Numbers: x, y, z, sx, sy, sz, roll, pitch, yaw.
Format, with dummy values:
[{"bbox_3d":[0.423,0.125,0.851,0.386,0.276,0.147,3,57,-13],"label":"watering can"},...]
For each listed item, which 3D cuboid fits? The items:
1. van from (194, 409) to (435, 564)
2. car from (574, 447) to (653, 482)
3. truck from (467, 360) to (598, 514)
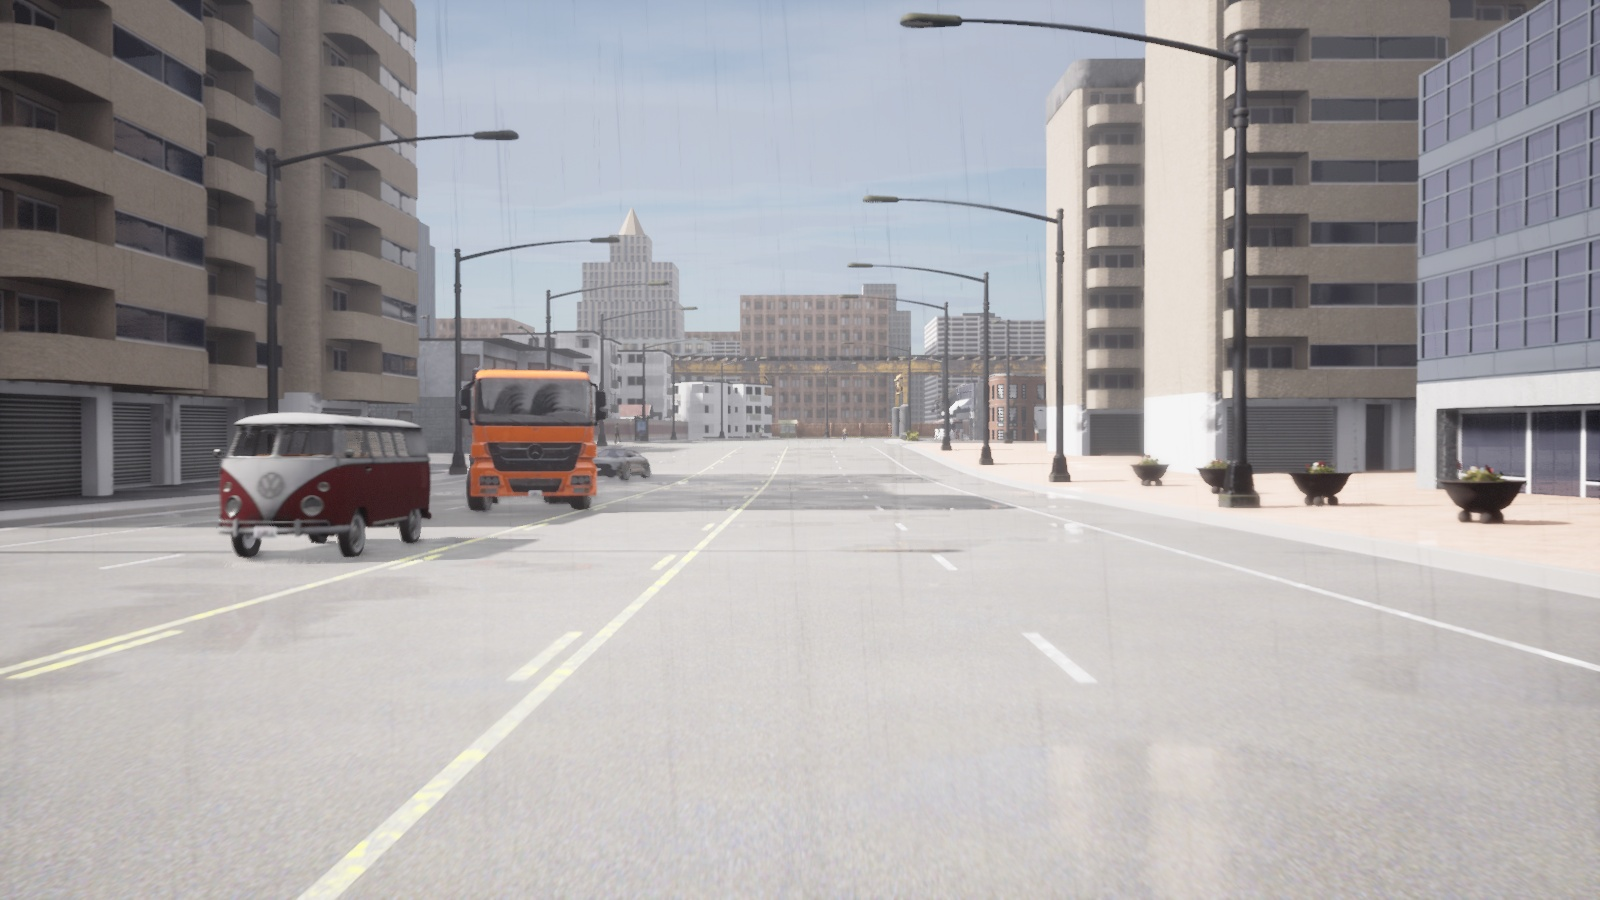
[{"bbox_3d":[-6.881,0.468,18.340,1.775,1.987,4.442,0,0,0],"label":"van"},{"bbox_3d":[-8.193,0.610,55.655,1.994,1.385,4.181,0,1,14],"label":"car"},{"bbox_3d":[-7.098,-0.284,32.440,2.891,3.462,7.936,0,0,-15],"label":"truck"}]
